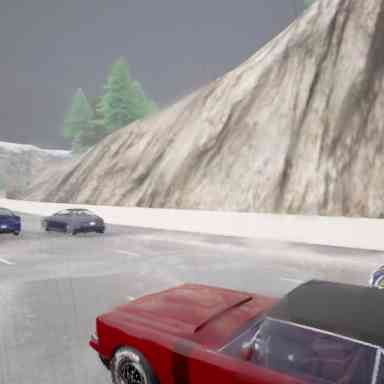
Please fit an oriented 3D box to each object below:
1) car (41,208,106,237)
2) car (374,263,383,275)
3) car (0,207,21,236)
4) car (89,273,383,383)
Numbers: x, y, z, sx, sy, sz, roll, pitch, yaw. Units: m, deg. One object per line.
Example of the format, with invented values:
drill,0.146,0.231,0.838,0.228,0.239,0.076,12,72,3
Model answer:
car,-6.652,1.590,18.510,4.181,1.385,1.994,0,0,41
car,5.062,1.368,4.773,4.553,1.767,2.097,0,0,35
car,-10.745,1.497,17.475,5.008,1.535,1.882,0,0,42
car,1.133,1.609,3.253,4.718,1.301,1.895,0,0,36
